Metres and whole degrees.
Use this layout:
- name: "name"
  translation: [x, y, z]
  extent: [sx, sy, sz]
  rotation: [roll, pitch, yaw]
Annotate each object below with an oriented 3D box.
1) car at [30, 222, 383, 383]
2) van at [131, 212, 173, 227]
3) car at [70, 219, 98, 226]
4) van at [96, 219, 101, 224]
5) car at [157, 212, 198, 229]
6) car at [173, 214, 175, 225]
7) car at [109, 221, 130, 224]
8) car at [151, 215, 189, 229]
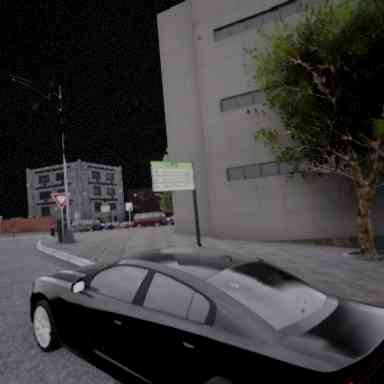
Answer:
- name: "car"
  translation: [-0.250, 1.457, 4.264]
  extent: [5.008, 1.535, 1.882]
  rotation: [1, 1, 40]
- name: "van"
  translation: [-5.206, 3.648, 42.595]
  extent: [4.442, 1.987, 1.878]
  rotation: [-7, -7, 22]
- name: "car"
  translation: [-14.188, 4.490, 41.249]
  extent: [1.994, 1.385, 4.181]
  rotation: [-7, -6, 22]
- name: "van"
  translation: [-15.822, 5.177, 49.608]
  extent: [4.442, 1.987, 1.878]
  rotation: [-7, -7, 22]
- name: "car"
  translation: [-2.149, 4.331, 50.343]
  extent: [5.566, 2.045, 2.435]
  rotation: [-7, -8, 22]
- name: "car"
  translation: [-4.206, 4.121, 45.166]
  extent: [4.792, 1.488, 2.163]
  rotation: [-7, -7, 22]
- name: "car"
  translation: [-10.106, 5.246, 51.103]
  extent: [1.812, 1.442, 4.674]
  rotation: [-7, -7, 22]
- name: "car"
  translation: [-3.153, 4.332, 47.787]
  extent: [5.008, 1.535, 2.097]
  rotation: [-7, -8, 22]
